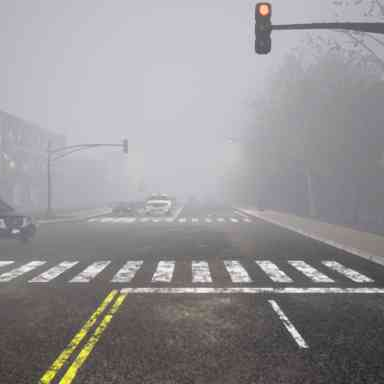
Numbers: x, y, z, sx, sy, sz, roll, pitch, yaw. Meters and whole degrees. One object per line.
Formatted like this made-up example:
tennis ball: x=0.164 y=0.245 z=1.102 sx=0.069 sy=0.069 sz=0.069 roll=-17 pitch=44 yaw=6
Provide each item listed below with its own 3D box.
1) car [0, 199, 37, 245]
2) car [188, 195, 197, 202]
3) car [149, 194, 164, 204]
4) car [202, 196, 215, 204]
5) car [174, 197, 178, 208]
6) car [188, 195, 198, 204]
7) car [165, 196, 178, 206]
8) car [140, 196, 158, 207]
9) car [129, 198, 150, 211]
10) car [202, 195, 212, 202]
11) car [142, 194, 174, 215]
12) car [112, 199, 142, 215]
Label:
car: x=-9.138 y=1.247 z=14.417 sx=5.566 sy=2.045 sz=2.150 roll=-2 pitch=-2 yaw=33
car: x=0.082 y=1.447 z=75.030 sx=1.882 sy=1.535 sz=5.008 roll=0 pitch=0 yaw=0
car: x=-6.497 y=1.329 z=61.219 sx=2.097 sy=1.767 sz=4.553 roll=0 pitch=0 yaw=0
car: x=3.419 y=1.576 z=64.735 sx=1.895 sy=1.301 sz=4.718 roll=0 pitch=0 yaw=0
car: x=-3.294 y=1.586 z=43.804 sx=1.895 sy=1.301 sz=4.718 roll=0 pitch=0 yaw=1
car: x=0.168 y=1.467 z=63.722 sx=2.128 sy=1.511 sz=4.902 roll=0 pitch=0 yaw=0
car: x=-3.280 y=1.485 z=53.953 sx=1.837 sy=1.490 sz=4.892 roll=0 pitch=0 yaw=0
car: x=-6.533 y=1.473 z=51.136 sx=2.128 sy=1.511 sz=4.902 roll=0 pitch=0 yaw=0
car: x=-6.540 y=1.550 z=42.082 sx=1.994 sy=1.385 sz=4.181 roll=0 pitch=0 yaw=1
car: x=3.330 y=1.510 z=74.753 sx=2.033 sy=1.411 sz=5.357 roll=0 pitch=0 yaw=0
car: x=-3.306 y=1.211 z=33.747 sx=2.150 sy=2.045 sz=5.566 roll=0 pitch=0 yaw=0
car: x=-6.560 y=1.591 z=33.155 sx=1.895 sy=1.301 sz=4.718 roll=0 pitch=0 yaw=0
